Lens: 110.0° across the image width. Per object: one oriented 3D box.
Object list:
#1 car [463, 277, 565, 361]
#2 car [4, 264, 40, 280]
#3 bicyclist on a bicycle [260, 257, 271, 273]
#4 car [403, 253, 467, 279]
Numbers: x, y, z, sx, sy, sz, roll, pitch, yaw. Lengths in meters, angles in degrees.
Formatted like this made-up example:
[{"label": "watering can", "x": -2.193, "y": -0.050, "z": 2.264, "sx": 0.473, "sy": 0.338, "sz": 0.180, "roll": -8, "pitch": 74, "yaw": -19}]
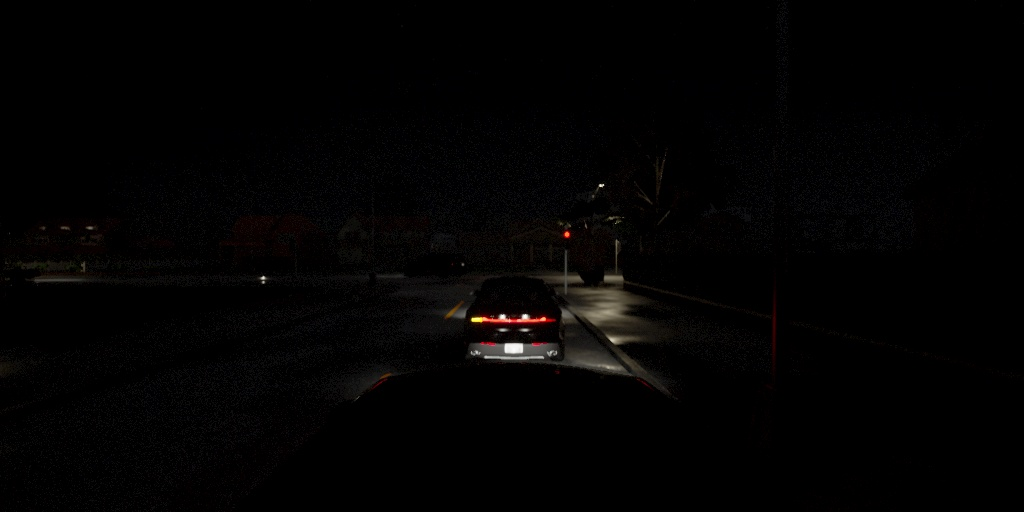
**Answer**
[{"label": "car", "x": 0.052, "y": 1.214, "z": 8.151, "sx": 1.837, "sy": 1.490, "sz": 4.892, "roll": 0, "pitch": 0, "yaw": 1}, {"label": "car", "x": -38.646, "y": 1.192, "z": 26.778, "sx": 4.718, "sy": 1.301, "sz": 1.895, "roll": 0, "pitch": 0, "yaw": 0}, {"label": "bicyclist on a bicycle", "x": -24.169, "y": 0.887, "z": 35.185, "sx": 0.582, "sy": 1.620, "sz": 1.656, "roll": 0, "pitch": 1, "yaw": 0}, {"label": "car", "x": -6.469, "y": 0.791, "z": 30.197, "sx": 5.566, "sy": 2.045, "sz": 2.150, "roll": 0, "pitch": -1, "yaw": 24}]
